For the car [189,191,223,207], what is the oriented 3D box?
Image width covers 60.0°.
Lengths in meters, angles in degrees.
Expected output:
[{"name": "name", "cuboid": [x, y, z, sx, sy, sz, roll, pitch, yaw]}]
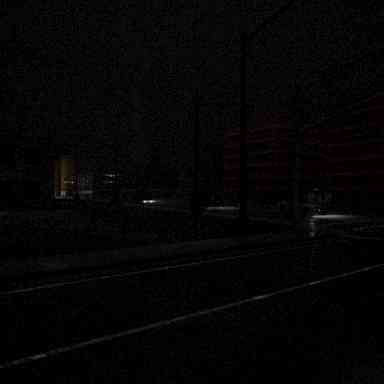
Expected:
[{"name": "car", "cuboid": [1.834, 0.853, 45.359, 2.150, 2.045, 5.566, 0, 1, -35]}]

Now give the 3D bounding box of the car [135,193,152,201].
[{"name": "car", "cuboid": [-8.920, 0.857, 61.174, 1.994, 1.385, 4.181, 0, 1, -34]}]

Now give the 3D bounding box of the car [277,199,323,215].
[{"name": "car", "cuboid": [10.506, 1.393, 32.720, 1.812, 1.442, 4.674, 0, 1, -34]}]
